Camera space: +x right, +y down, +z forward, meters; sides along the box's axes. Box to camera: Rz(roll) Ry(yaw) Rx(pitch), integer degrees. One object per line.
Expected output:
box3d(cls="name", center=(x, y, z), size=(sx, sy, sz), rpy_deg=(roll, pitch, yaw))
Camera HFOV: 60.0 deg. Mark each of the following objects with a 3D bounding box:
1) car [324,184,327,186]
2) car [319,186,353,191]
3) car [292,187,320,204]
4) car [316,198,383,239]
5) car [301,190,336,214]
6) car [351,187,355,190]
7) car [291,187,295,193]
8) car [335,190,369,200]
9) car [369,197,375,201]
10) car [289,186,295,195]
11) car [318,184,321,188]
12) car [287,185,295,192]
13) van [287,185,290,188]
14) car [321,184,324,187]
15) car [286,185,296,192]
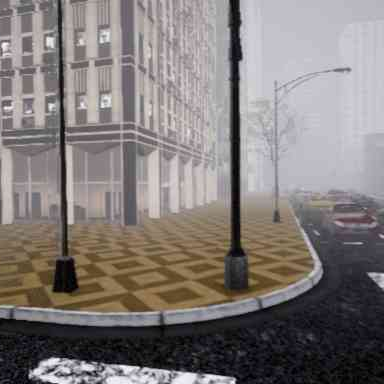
box3d(cls="car", center=(30.086, -0.512, 71.176), size=(1.947, 1.339, 4.313), rpy_deg=(0, 1, 15))
box3d(cls="car", center=(14.230, 0.478, 33.128), size=(1.882, 1.535, 5.008), rpy_deg=(0, 1, 15))
box3d(cls="car", center=(12.227, 0.510, 35.756), size=(2.008, 1.369, 4.403), rpy_deg=(0, 1, 15))
box3d(cls="car", center=(6.656, 1.124, 14.313), size=(1.802, 1.307, 4.206), rpy_deg=(0, 1, 15))
box3d(cls="car", center=(9.398, 0.780, 24.869), size=(1.752, 1.417, 4.829), rpy_deg=(0, 1, 15))
box3d(cls="car", center=(25.908, -0.102, 55.092), size=(2.008, 1.369, 4.403), rpy_deg=(0, 1, 15))
box3d(cls="car", center=(13.619, 0.380, 41.117), size=(1.947, 1.339, 4.313), rpy_deg=(0, 1, 15))
box3d(cls="car", center=(11.714, 0.826, 23.473), size=(1.994, 1.385, 4.181), rpy_deg=(0, 1, 15))
box3d(cls="car", center=(9.190, 1.089, 13.838), size=(1.994, 1.385, 4.181), rpy_deg=(0, 1, 13))
box3d(cls="car", center=(15.012, 0.237, 46.479), size=(1.947, 1.339, 4.313), rpy_deg=(0, 1, 15))
box3d(cls="car", center=(34.262, -1.187, 87.255), size=(2.192, 1.841, 5.009), rpy_deg=(0, 1, 15))
box3d(cls="car", center=(17.797, -0.031, 57.200), size=(1.802, 1.307, 4.206), rpy_deg=(0, 1, 15))
box3d(cls="van", center=(21.973, -0.696, 73.279), size=(1.690, 1.788, 3.998), rpy_deg=(0, 1, 15))
box3d(cls="car", center=(31.521, -0.698, 76.701), size=(1.752, 1.417, 4.829), rpy_deg=(0, 1, 15))
box3d(cls="car", center=(23.366, -0.739, 78.642), size=(1.967, 1.590, 4.097), rpy_deg=(0, 1, 15))
